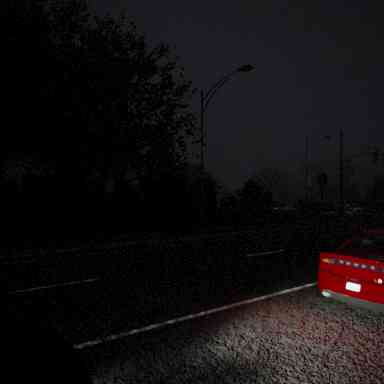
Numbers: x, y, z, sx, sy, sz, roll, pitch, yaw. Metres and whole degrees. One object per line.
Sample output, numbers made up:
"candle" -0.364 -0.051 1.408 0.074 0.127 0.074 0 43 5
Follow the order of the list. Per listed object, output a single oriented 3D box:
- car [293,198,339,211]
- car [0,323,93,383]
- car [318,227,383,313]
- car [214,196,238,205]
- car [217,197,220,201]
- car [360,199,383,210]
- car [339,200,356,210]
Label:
"car" 14.476 1.478 39.839 1.882 1.535 5.008 0 0 -33
"car" -2.969 1.492 1.636 4.902 1.511 2.128 0 0 -35
"car" 4.783 1.478 7.136 5.008 1.535 1.882 0 0 -35
"car" 6.143 1.437 60.056 1.812 1.442 4.674 0 1 -32
"car" 3.925 1.455 56.649 1.812 1.442 4.674 0 1 -32
"car" 22.778 1.525 40.167 1.812 1.442 4.674 0 0 -32
"car" 17.789 1.601 41.531 1.895 1.301 4.718 0 0 -32
